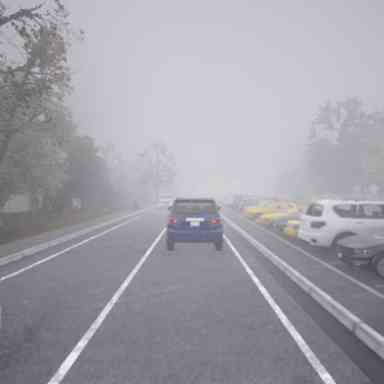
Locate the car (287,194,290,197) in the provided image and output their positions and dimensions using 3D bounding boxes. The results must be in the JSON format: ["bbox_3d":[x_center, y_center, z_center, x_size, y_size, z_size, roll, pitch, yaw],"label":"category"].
[{"bbox_3d":[20.350,1.628,62.238,4.674,1.452,2.002,0,0,0],"label":"car"}]

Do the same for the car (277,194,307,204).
[{"bbox_3d":[20.371,1.358,67.905,5.566,2.045,2.435,0,0,0],"label":"car"}]

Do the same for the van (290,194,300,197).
[{"bbox_3d":[20.446,1.352,59.594,4.442,1.987,1.878,0,0,0],"label":"van"}]

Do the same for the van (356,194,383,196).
[{"bbox_3d":[20.008,1.259,34.524,4.442,1.987,1.878,0,0,0],"label":"van"}]

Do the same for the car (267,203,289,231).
[{"bbox_3d":[6.902,1.538,18.064,4.892,1.521,2.231,0,0,0],"label":"car"}]

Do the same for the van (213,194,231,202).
[{"bbox_3d":[7.322,1.519,81.887,4.442,1.987,1.878,0,-1,0],"label":"van"}]

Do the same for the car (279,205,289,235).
[{"bbox_3d":[7.058,1.547,15.286,5.366,1.575,1.946,0,0,0],"label":"car"}]

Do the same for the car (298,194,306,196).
[{"bbox_3d":[20.276,1.556,53.929,5.008,1.535,2.097,0,0,0],"label":"car"}]

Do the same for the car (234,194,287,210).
[{"bbox_3d":[7.069,1.368,34.712,4.553,1.767,2.185,0,0,0],"label":"car"}]

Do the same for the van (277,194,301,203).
[{"bbox_3d":[20.540,1.394,70.674,4.442,1.987,1.878,0,0,0],"label":"van"}]

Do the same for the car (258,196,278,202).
[{"bbox_3d":[20.581,1.899,89.916,4.892,1.521,2.231,0,-1,0],"label":"car"}]

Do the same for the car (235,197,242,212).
[{"bbox_3d":[7.008,1.490,31.933,4.892,1.521,2.231,0,0,0],"label":"car"}]

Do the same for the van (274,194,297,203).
[{"bbox_3d":[20.562,1.404,73.319,4.442,1.987,1.878,0,0,0],"label":"van"}]

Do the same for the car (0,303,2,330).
[{"bbox_3d":[-3.349,1.526,2.504,1.812,1.442,4.674,0,0,0],"label":"car"}]

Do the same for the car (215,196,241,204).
[{"bbox_3d":[7.315,1.618,68.022,5.008,1.535,2.097,0,0,0],"label":"car"}]

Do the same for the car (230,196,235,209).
[{"bbox_3d":[7.091,1.531,37.485,4.792,1.488,2.163,0,0,0],"label":"car"}]

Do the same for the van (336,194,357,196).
[{"bbox_3d":[20.280,1.277,40.077,4.442,1.987,1.878,0,0,0],"label":"van"}]

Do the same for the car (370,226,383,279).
[{"bbox_3d":[6.772,1.621,6.960,4.792,1.488,2.163,0,0,0],"label":"car"}]

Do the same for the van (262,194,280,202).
[{"bbox_3d":[20.680,1.617,87.151,4.442,1.987,1.878,0,-1,0],"label":"van"}]

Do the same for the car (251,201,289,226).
[{"bbox_3d":[6.734,1.520,20.841,5.366,1.575,1.946,0,0,0],"label":"car"}]

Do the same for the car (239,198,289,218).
[{"bbox_3d":[6.782,1.495,26.514,5.366,1.575,1.946,0,0,0],"label":"car"}]

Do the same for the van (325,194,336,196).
[{"bbox_3d":[20.070,1.288,42.850,4.442,1.987,1.878,0,0,0],"label":"van"}]

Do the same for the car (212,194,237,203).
[{"bbox_3d":[7.420,1.399,76.351,5.566,2.045,2.435,0,0,0],"label":"car"}]

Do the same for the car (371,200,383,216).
[{"bbox_3d":[20.122,1.510,31.770,4.792,1.488,2.163,0,0,0],"label":"car"}]

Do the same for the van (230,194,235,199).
[{"bbox_3d":[7.201,1.286,40.261,4.442,1.987,1.878,0,0,0],"label":"van"}]

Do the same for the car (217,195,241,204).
[{"bbox_3d":[7.266,1.482,65.247,4.553,1.767,2.185,0,0,0],"label":"car"}]

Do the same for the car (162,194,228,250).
[{"bbox_3d":[0.109,1.220,14.458,2.150,2.045,5.566,0,0,0],"label":"car"}]

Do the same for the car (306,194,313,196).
[{"bbox_3d":[20.206,1.284,48.388,5.566,2.045,2.435,0,0,0],"label":"car"}]

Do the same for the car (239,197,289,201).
[{"bbox_3d":[7.176,1.488,29.164,5.366,1.575,1.946,0,0,0],"label":"car"}]

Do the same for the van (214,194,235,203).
[{"bbox_3d":[7.251,1.414,73.576,4.442,1.987,1.878,0,0,0],"label":"van"}]

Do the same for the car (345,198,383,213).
[{"bbox_3d":[20.145,1.492,37.308,5.008,1.535,2.097,0,0,0],"label":"car"}]

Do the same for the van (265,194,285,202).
[{"bbox_3d":[20.399,1.507,81.614,4.442,1.987,1.878,0,-1,0],"label":"van"}]

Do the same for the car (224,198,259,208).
[{"bbox_3d":[7.126,1.574,48.590,4.792,1.488,2.163,0,0,0],"label":"car"}]

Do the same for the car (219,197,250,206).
[{"bbox_3d":[7.220,1.577,56.918,4.892,1.521,2.231,0,0,0],"label":"car"}]

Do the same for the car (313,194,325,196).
[{"bbox_3d":[20.182,1.273,45.618,5.566,2.045,2.435,0,0,0],"label":"car"}]

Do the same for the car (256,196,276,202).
[{"bbox_3d":[20.606,1.953,92.686,5.008,1.535,2.097,0,-1,0],"label":"car"}]

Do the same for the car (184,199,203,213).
[{"bbox_3d":[0.185,1.571,38.045,2.033,1.411,5.357,0,0,0],"label":"car"}]

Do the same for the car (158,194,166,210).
[{"bbox_3d":[-3.229,1.259,43.998,2.150,2.045,5.566,0,0,0],"label":"car"}]

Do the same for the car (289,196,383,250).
[{"bbox_3d":[6.877,1.313,12.510,5.566,2.045,2.435,0,0,0],"label":"car"}]

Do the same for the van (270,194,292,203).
[{"bbox_3d":[20.354,1.415,76.224,4.442,1.987,1.878,0,-1,0],"label":"van"}]

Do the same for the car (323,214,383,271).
[{"bbox_3d":[6.831,1.577,9.735,5.008,1.535,2.097,0,0,0],"label":"car"}]

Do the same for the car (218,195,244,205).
[{"bbox_3d":[7.242,1.471,62.471,4.553,1.767,2.185,0,0,0],"label":"car"}]

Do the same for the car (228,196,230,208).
[{"bbox_3d":[7.079,1.552,43.038,4.792,1.488,2.163,0,0,0],"label":"car"}]

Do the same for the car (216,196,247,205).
[{"bbox_3d":[7.064,1.583,59.695,5.366,1.575,1.946,0,0,0],"label":"car"}]

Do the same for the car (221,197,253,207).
[{"bbox_3d":[7.209,1.566,54.142,4.892,1.521,2.231,0,0,0],"label":"car"}]
